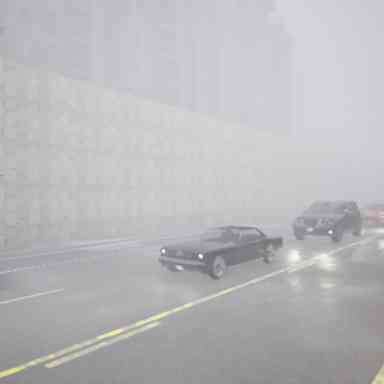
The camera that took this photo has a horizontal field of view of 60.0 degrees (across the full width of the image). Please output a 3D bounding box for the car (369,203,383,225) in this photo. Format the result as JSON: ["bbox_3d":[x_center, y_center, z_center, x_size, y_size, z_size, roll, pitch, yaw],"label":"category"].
[{"bbox_3d":[14.311,1.663,25.701,2.097,1.767,4.553,-2,-2,42],"label":"car"}]

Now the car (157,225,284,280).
[{"bbox_3d":[1.127,1.823,10.966,1.895,1.301,4.718,-2,-2,42],"label":"car"}]

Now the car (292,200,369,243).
[{"bbox_3d":[7.528,1.487,18.139,2.150,2.045,5.566,-2,-2,42],"label":"car"}]
